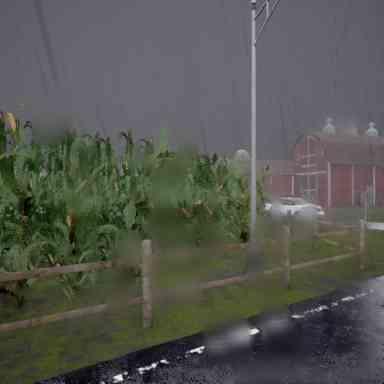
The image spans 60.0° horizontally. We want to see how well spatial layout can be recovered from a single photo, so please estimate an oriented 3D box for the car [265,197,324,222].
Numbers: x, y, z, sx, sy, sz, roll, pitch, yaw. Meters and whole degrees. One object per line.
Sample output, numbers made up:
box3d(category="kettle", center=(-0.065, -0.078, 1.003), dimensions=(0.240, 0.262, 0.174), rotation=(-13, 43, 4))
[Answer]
box3d(category="car", center=(8.815, 1.499, 29.156), dimensions=(2.150, 2.045, 5.566), rotation=(1, -1, -29))
